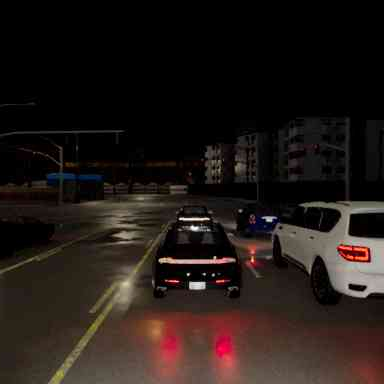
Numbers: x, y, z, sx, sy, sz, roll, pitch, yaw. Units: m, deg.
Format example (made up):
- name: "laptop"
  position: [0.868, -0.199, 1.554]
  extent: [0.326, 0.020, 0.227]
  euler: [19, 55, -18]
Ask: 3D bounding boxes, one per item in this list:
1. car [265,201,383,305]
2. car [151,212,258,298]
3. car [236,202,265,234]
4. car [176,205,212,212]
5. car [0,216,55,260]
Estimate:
- name: "car"
  position: [3.595, 1.219, 8.227]
  extent: [2.150, 2.045, 5.566]
  euler: [0, 0, 0]
- name: "car"
  position: [0.103, 1.498, 8.515]
  extent: [2.128, 1.511, 4.902]
  euler: [0, 0, 0]
- name: "car"
  position: [3.611, 1.326, 17.651]
  extent: [2.097, 1.767, 4.553]
  euler: [0, 0, 0]
- name: "car"
  position: [0.113, 1.471, 17.928]
  extent: [2.128, 1.511, 4.902]
  euler: [0, 0, 0]
- name: "car"
  position: [-7.056, 1.616, 12.651]
  extent: [1.895, 1.301, 4.718]
  euler: [0, 0, 0]
